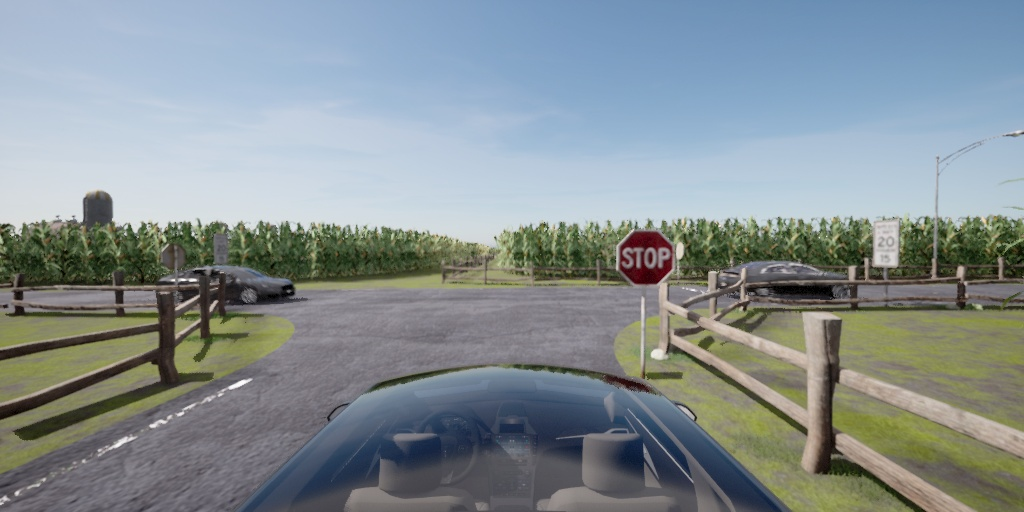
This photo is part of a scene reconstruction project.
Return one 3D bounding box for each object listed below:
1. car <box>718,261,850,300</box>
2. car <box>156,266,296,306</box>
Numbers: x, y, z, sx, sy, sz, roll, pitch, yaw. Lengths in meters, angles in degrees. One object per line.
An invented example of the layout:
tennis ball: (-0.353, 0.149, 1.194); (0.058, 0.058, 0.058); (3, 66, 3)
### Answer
car: (11.016, 0.963, 14.494); (4.902, 1.511, 2.128); (0, 1, 0)
car: (-11.478, 1.174, 14.538); (4.892, 1.490, 1.837); (0, 1, 0)
